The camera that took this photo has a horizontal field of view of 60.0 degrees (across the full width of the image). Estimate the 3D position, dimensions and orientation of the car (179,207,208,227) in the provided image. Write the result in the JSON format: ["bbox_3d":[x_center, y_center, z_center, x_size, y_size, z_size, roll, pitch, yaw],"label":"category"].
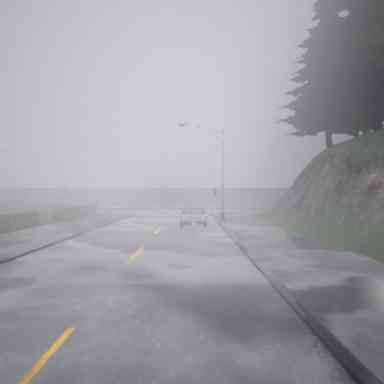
[{"bbox_3d":[0.100,1.746,23.625,1.895,1.301,4.718,0,0,0],"label":"car"}]
